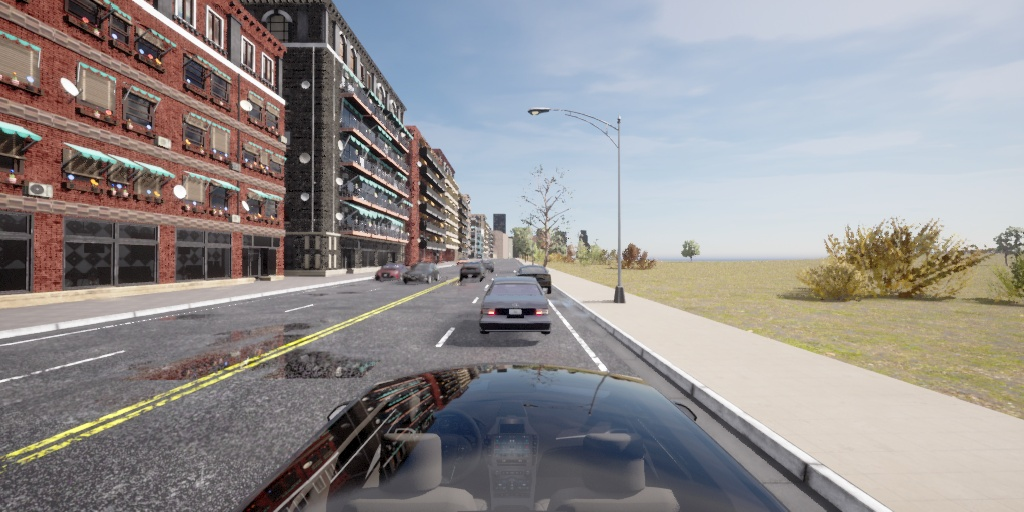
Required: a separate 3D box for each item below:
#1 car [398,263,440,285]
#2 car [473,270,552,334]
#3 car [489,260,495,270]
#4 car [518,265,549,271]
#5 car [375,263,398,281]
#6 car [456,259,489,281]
[{"bbox_3d":[-6.624,1.257,26.584,1.837,1.490,4.892,0,0,0],"label":"car"},{"bbox_3d":[0.094,1.299,10.553,2.033,1.411,5.357,0,0,0],"label":"car"},{"bbox_3d":[-3.183,1.243,44.546,2.128,1.511,4.902,0,0,0],"label":"car"},{"bbox_3d":[1.120,1.230,20.316,1.882,1.535,5.008,0,0,0],"label":"car"},{"bbox_3d":[-9.877,1.316,29.981,1.994,1.385,4.181,0,0,0],"label":"car"},{"bbox_3d":[-3.176,1.255,29.662,1.837,1.490,4.892,0,-1,0],"label":"car"}]
